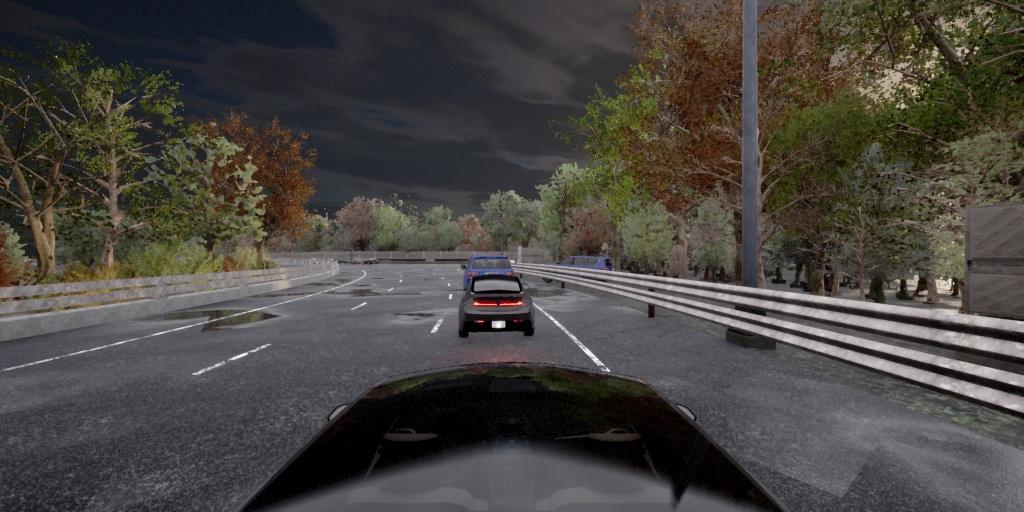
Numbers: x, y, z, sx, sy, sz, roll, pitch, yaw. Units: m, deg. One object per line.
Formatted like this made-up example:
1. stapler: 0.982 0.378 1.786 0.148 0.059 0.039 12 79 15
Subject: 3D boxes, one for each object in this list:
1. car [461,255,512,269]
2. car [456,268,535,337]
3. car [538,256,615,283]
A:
1. car: -1.217 0.971 17.269 2.150 2.045 5.566 0 0 -9
2. car: -0.519 1.255 10.288 1.837 1.490 4.892 0 0 -5
3. car: 4.627 1.011 25.853 5.566 2.045 2.150 3 0 33
